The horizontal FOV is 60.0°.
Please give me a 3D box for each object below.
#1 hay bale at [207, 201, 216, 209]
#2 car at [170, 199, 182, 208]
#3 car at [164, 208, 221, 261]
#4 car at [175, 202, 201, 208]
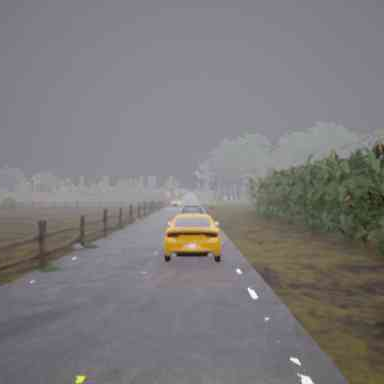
[{"bbox_3d":[3.112,2.110,53.407,1.220,1.180,1.240,-1,-2,0],"label":"hay bale"},{"bbox_3d":[-2.801,1.976,58.351,1.882,1.535,5.008,0,0,0],"label":"car"},{"bbox_3d":[0.046,1.565,12.678,1.882,1.535,5.008,0,-1,1],"label":"car"},{"bbox_3d":[0.023,1.739,25.443,2.033,1.411,5.357,0,0,1],"label":"car"}]
